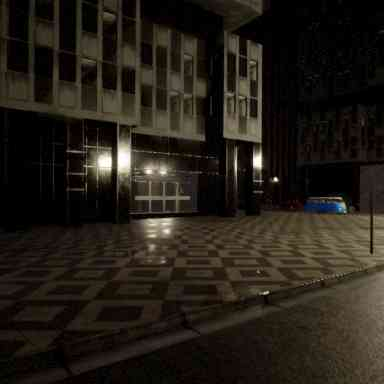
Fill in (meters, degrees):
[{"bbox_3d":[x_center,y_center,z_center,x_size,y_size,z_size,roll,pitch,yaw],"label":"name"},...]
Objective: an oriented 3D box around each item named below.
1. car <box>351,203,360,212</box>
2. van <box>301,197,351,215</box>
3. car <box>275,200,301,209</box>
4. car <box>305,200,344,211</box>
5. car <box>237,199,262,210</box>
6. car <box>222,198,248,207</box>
[{"bbox_3d":[20.622,1.725,39.068,1.947,1.339,4.313,0,0,-36],"label":"car"},{"bbox_3d":[13.690,1.425,34.108,1.690,1.788,3.998,0,0,-36],"label":"van"},{"bbox_3d":[14.056,1.818,48.262,1.802,1.307,4.206,0,0,-36],"label":"car"},{"bbox_3d":[17.339,1.749,43.665,2.008,1.369,4.403,0,0,-36],"label":"car"},{"bbox_3d":[7.124,1.706,43.301,1.887,1.381,4.507,0,0,-36],"label":"car"},{"bbox_3d":[7.391,1.839,57.594,1.752,1.417,4.829,0,0,-36],"label":"car"}]
